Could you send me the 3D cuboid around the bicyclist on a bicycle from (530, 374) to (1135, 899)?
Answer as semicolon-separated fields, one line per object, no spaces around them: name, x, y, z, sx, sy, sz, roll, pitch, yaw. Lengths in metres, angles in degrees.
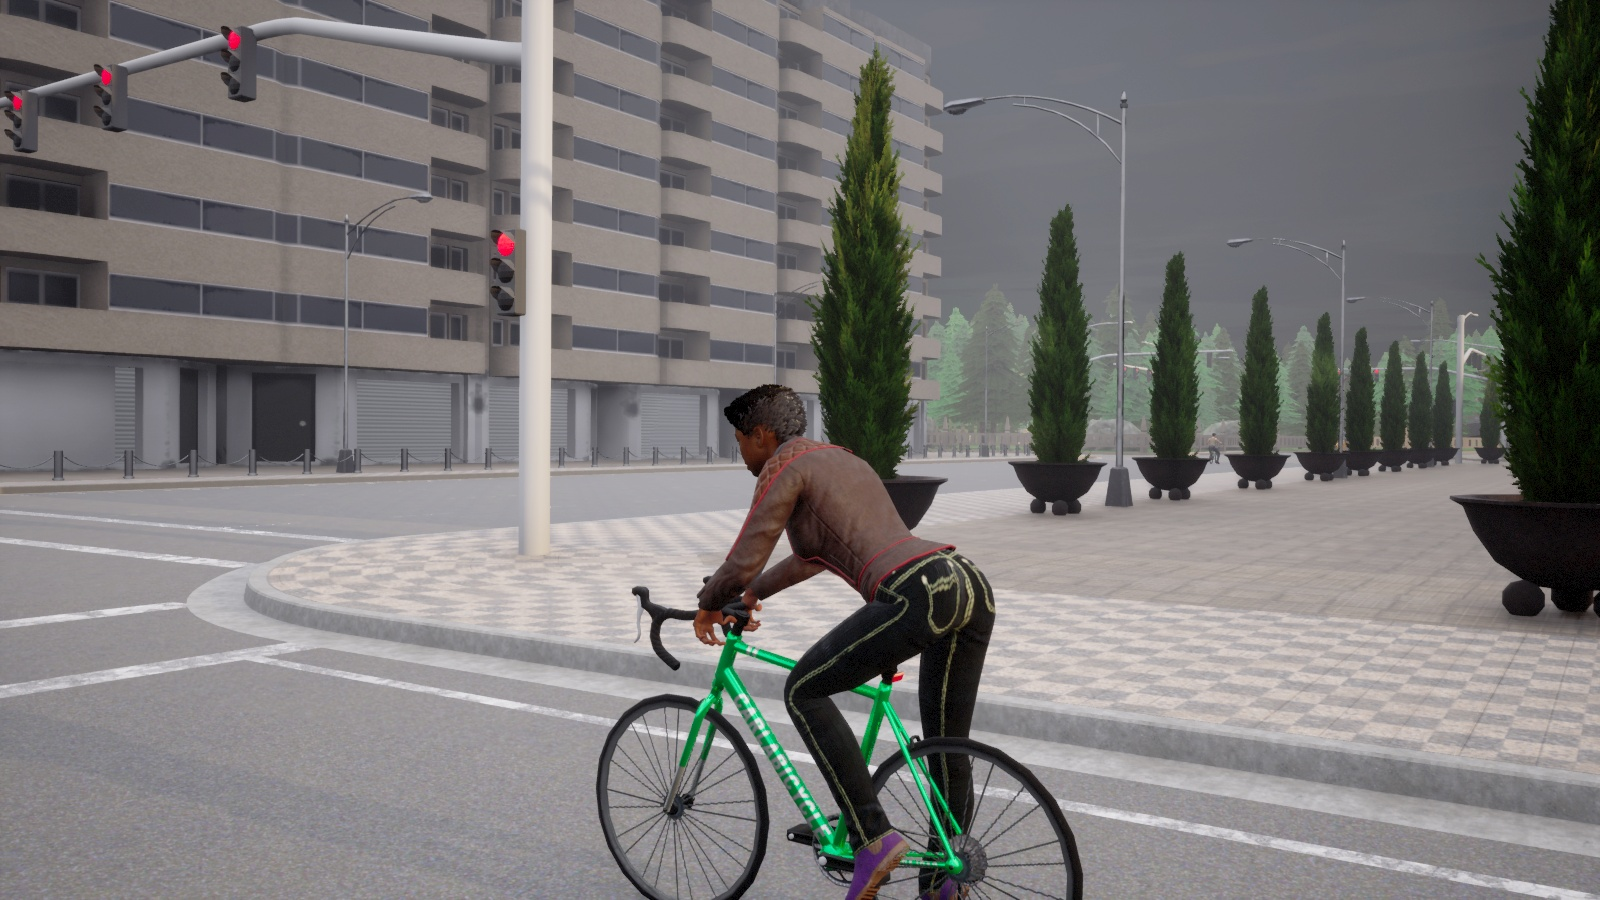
bicyclist on a bicycle;0.045;0.635;3.593;1.656;1.620;0.582;0;1;34
